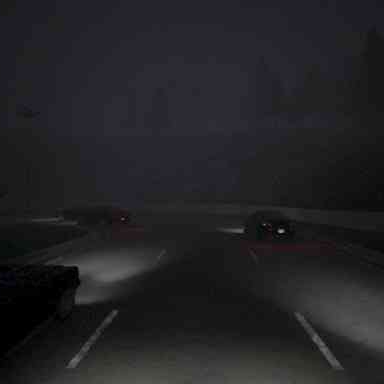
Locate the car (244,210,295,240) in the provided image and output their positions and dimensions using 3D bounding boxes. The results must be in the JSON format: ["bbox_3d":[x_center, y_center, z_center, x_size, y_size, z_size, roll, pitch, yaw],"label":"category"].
[{"bbox_3d":[4.164,1.737,18.321,1.812,1.442,4.674,0,-1,-3],"label":"car"}]

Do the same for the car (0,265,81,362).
[{"bbox_3d":[-3.202,1.648,4.537,1.895,1.301,4.718,0,-1,2],"label":"car"}]

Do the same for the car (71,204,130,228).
[{"bbox_3d":[-6.641,1.742,24.738,5.008,1.535,1.882,-1,-2,43],"label":"car"}]

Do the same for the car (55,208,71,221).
[{"bbox_3d":[-9.925,1.843,29.853,4.674,1.442,1.812,-1,-1,14],"label":"car"}]
